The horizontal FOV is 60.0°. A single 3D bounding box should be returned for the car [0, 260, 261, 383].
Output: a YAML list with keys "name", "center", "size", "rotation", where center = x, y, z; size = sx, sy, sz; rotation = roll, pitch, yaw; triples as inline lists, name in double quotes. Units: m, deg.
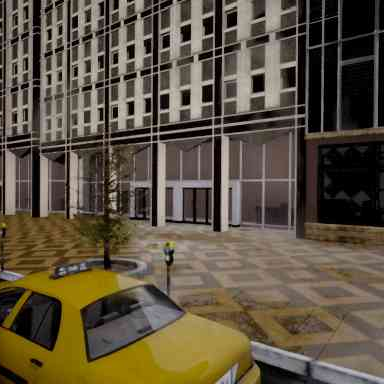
- name: "car"
  center: [-1.621, 1.524, 4.051]
  size: [4.829, 1.417, 1.752]
  rotation: [0, 1, 36]
